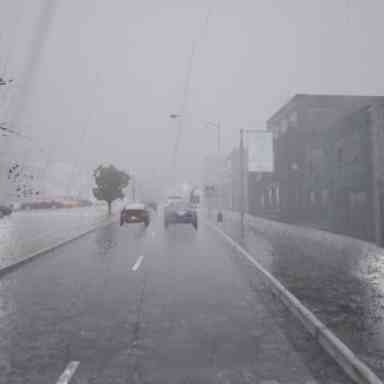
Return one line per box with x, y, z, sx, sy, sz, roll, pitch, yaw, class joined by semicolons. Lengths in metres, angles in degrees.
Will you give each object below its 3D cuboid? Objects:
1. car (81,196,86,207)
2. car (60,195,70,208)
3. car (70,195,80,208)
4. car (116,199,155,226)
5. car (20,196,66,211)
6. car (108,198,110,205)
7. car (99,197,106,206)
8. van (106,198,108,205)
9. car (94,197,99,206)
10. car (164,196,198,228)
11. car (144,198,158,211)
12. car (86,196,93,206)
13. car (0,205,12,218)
-20.646;1.835;55.370;4.674;1.452;2.002;0;-1;-25;car
-19.918;1.511;46.468;4.553;1.767;2.185;0;-1;-25;car
-19.972;1.679;49.527;5.366;1.575;1.946;0;-1;-25;car
-3.888;1.489;23.567;1.882;1.535;5.008;0;0;-4;car
-19.626;1.596;43.512;5.008;1.535;2.097;0;0;-25;car
-22.697;2.323;79.089;4.553;1.767;2.185;0;-2;-25;car
-22.326;2.265;73.081;5.366;1.575;1.946;0;-2;-25;car
-22.312;2.133;76.189;4.442;1.987;1.878;0;-2;-25;van
-21.427;1.756;64.258;5.566;2.045;2.435;0;-1;-25;car
-0.809;1.371;22.542;2.097;1.767;4.553;0;0;-4;car
-5.355;1.480;41.643;2.097;1.767;4.553;0;-1;-5;car
-20.875;1.609;58.360;5.566;2.045;2.435;0;-2;-25;car
-18.375;1.480;28.693;5.008;1.535;2.097;-1;0;-25;car
